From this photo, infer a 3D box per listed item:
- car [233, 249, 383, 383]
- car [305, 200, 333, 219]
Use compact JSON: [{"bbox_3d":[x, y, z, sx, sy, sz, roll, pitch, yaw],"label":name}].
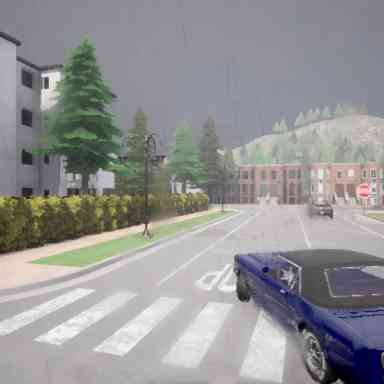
[{"bbox_3d":[2.125,1.600,5.440,1.895,1.301,4.718,0,0,-8],"label":"car"},{"bbox_3d":[11.096,1.487,29.230,2.128,1.511,4.902,0,0,13],"label":"car"}]
